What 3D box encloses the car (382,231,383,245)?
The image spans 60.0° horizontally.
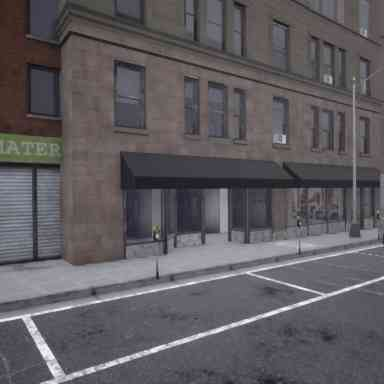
[{"bbox_3d":[9.281,1.539,13.197,4.507,1.381,1.887,0,-1,-36],"label":"car"}]
